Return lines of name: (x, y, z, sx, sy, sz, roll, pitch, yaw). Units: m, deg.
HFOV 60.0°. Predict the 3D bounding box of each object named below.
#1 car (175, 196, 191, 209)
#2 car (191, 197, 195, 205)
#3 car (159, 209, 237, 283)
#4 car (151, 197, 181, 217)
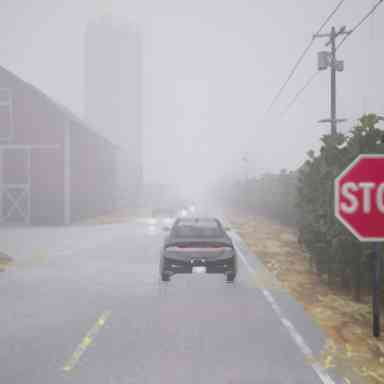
car: (-1.620, 1.304, 41.302, 2.097, 1.767, 4.553, 0, 0, 5)
car: (-0.532, 1.537, 55.483, 1.895, 1.301, 4.718, 0, 0, 4)
car: (0.134, 1.480, 9.644, 2.128, 1.511, 4.902, 0, 0, -1)
car: (-2.428, 1.491, 30.377, 1.812, 1.442, 4.674, 0, 0, 6)
